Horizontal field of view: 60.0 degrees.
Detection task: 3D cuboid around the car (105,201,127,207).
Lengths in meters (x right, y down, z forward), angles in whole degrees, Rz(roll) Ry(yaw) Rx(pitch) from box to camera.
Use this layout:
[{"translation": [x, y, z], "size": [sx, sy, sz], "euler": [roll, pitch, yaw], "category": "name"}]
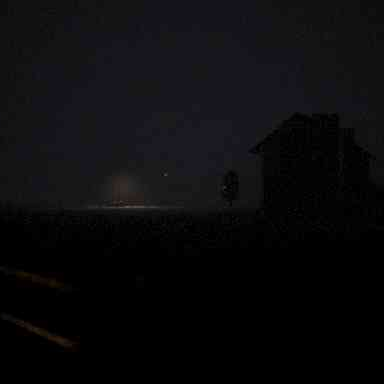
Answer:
[{"translation": [-15.927, 2.509, 70.053], "size": [1.895, 1.301, 4.718], "euler": [0, -1, 36], "category": "car"}]
